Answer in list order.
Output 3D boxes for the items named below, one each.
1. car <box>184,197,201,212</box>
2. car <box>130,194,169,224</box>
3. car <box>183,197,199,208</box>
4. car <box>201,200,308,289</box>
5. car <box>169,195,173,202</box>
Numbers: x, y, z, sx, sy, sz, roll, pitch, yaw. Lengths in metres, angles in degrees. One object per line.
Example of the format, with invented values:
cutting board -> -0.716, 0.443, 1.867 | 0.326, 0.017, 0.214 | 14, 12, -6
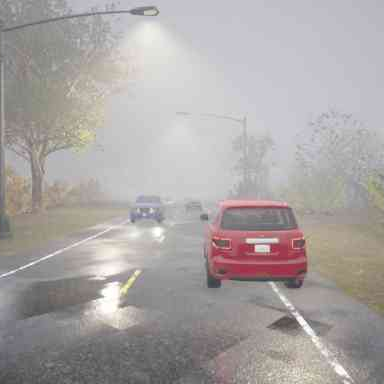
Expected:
car -> 0.172, 1.441, 38.591 | 1.837, 1.490, 4.892 | 0, 0, -2
car -> -3.202, 1.191, 25.137 | 2.150, 2.045, 5.566 | 0, 0, 0
car -> -0.213, 1.456, 48.945 | 2.033, 1.411, 5.357 | 0, 0, -2
car -> 1.455, 1.217, 9.325 | 2.150, 2.045, 5.566 | 0, 0, 1
car -> -5.213, 1.385, 72.002 | 1.994, 1.385, 4.181 | 0, 0, -5
